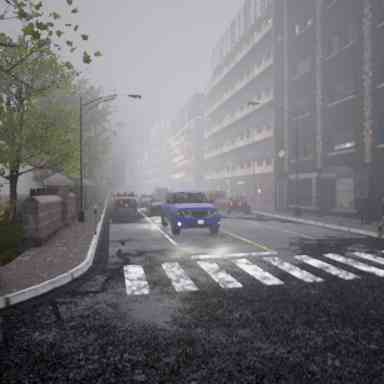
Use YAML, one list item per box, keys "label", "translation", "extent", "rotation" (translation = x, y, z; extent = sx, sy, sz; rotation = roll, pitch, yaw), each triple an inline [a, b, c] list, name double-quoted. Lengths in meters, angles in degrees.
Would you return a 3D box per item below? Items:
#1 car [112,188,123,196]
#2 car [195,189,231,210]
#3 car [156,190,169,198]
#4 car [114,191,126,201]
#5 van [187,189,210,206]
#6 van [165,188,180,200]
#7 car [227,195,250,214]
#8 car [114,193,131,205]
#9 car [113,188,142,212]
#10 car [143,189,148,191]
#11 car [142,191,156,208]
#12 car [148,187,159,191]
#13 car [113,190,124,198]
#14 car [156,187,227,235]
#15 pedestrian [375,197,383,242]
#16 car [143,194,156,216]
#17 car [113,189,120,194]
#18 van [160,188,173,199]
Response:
- label: "car"
  translation: [-16.564, -0.029, 73.802]
  extent: [2.192, 1.841, 5.009]
  rotation: [1, 1, -14]
- label: "car"
  translation: [1.956, 0.708, 32.823]
  extent: [2.192, 1.841, 5.009]
  rotation: [1, 1, -14]
- label: "car"
  translation: [-5.868, 0.318, 65.200]
  extent: [1.752, 1.417, 4.829]
  rotation: [1, 1, -14]
- label: "car"
  translation: [-11.341, 0.582, 52.167]
  extent: [1.752, 1.417, 4.829]
  rotation: [1, 1, -14]
- label: "van"
  translation: [0.659, 0.634, 38.191]
  extent: [1.690, 1.788, 3.998]
  rotation: [1, 1, -14]
- label: "van"
  translation: [-3.232, 0.336, 54.297]
  extent: [1.690, 1.788, 3.998]
  rotation: [1, 1, -14]
- label: "car"
  translation: [3.251, 0.932, 27.457]
  extent: [1.967, 1.590, 4.097]
  rotation: [1, 1, -14]
- label: "car"
  translation: [-8.787, 0.819, 41.597]
  extent: [1.947, 1.339, 4.313]
  rotation: [1, 1, -14]
- label: "car"
  translation: [-6.189, 0.767, 30.856]
  extent: [2.192, 1.841, 5.009]
  rotation: [1, 1, -14]
- label: "car"
  translation: [-7.166, 0.432, 59.469]
  extent: [1.812, 1.442, 4.674]
  rotation: [0, 1, -14]
- label: "car"
  translation: [-4.852, 0.891, 36.307]
  extent: [2.033, 1.411, 5.357]
  rotation: [0, 1, -14]
- label: "car"
  translation: [-4.735, 0.314, 49.416]
  extent: [2.150, 2.045, 5.566]
  rotation: [0, 1, -13]
- label: "car"
  translation: [-13.974, 0.406, 63.069]
  extent: [2.008, 1.369, 4.403]
  rotation: [1, 1, -14]
- label: "car"
  translation: [-0.262, 0.918, 17.278]
  extent: [2.150, 2.045, 5.566]
  rotation: [0, 1, -14]
- label: "pedestrian"
  translation: [7.565, 1.051, 12.986]
  extent: [0.375, 1.860, 0.375]
  rotation: [1, 0, -14]
- label: "car"
  translation: [-2.509, 1.088, 26.590]
  extent: [1.994, 1.385, 4.181]
  rotation: [0, 1, -14]
- label: "car"
  translation: [-20.459, -0.076, 89.910]
  extent: [1.947, 1.339, 4.313]
  rotation: [1, 1, -14]
- label: "van"
  translation: [-4.529, 0.236, 59.664]
  extent: [1.690, 1.788, 3.998]
  rotation: [1, 1, -14]
